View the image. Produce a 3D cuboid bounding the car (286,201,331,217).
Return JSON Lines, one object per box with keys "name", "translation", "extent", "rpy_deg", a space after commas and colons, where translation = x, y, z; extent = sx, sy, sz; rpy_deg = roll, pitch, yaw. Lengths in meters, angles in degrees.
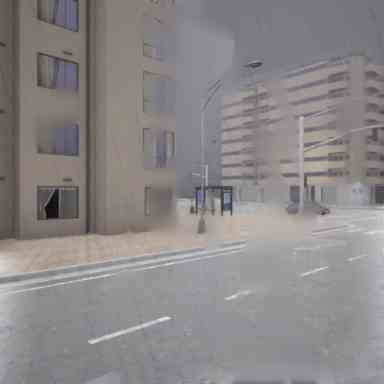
{"name": "car", "translation": [11.382, 1.619, 32.723], "extent": [1.994, 1.385, 4.181], "rpy_deg": [0, 0, -39]}
